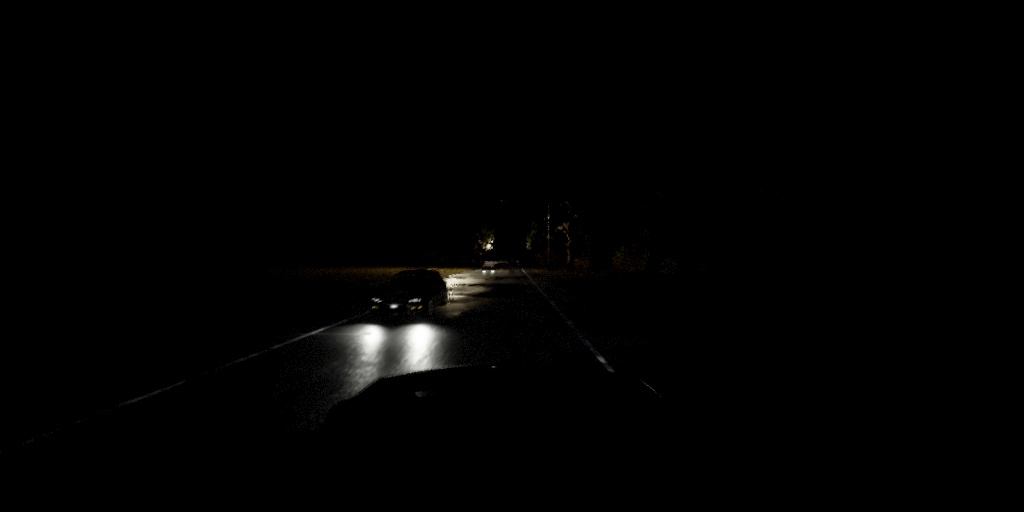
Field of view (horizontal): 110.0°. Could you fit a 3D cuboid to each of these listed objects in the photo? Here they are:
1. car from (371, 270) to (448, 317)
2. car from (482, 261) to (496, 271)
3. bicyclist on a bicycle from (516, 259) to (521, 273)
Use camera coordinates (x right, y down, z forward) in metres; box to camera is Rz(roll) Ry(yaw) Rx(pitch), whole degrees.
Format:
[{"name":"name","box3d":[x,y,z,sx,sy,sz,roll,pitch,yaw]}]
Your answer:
[{"name":"car","box3d":[-3.603,1.301,13.375,1.837,1.490,4.892,0,0,0]},{"name":"car","box3d":[-3.557,1.524,56.109,2.033,1.411,5.357,0,0,1]},{"name":"bicyclist on a bicycle","box3d":[0.938,1.384,45.464,0.582,1.620,1.656,0,-1,0]}]
